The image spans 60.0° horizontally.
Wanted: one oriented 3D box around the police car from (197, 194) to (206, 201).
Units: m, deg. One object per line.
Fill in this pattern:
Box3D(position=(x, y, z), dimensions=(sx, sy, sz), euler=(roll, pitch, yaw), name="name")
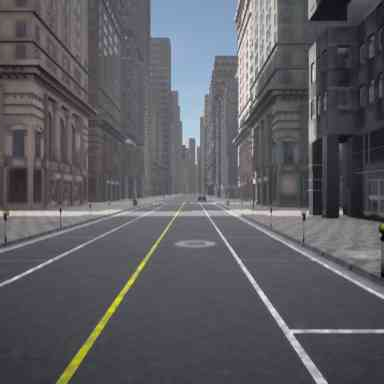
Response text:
Box3D(position=(2.366, 1.412, 80.187), dimensions=(1.930, 1.638, 5.238), euler=(0, 0, 0), name="police car")
